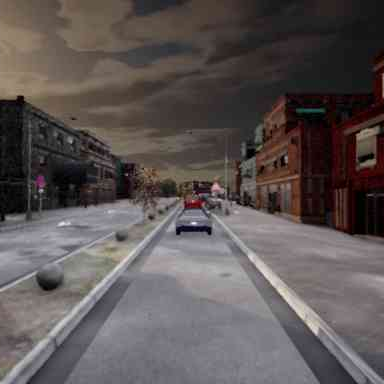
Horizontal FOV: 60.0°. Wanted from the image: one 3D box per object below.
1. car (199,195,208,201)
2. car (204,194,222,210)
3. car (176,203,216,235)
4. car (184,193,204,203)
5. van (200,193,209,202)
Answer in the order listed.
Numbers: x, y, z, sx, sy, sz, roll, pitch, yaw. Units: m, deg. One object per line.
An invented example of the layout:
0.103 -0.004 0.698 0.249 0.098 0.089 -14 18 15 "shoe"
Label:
3.005 1.495 85.786 2.231 1.521 4.892 0 0 0 "car"
3.001 1.509 47.260 2.231 1.521 4.892 0 0 0 "car"
0.101 1.584 19.159 1.994 1.385 4.181 0 0 0 "car"
0.103 1.251 42.662 2.150 2.045 5.566 0 0 0 "car"
3.004 1.259 80.388 1.878 1.987 4.442 0 0 0 "van"
